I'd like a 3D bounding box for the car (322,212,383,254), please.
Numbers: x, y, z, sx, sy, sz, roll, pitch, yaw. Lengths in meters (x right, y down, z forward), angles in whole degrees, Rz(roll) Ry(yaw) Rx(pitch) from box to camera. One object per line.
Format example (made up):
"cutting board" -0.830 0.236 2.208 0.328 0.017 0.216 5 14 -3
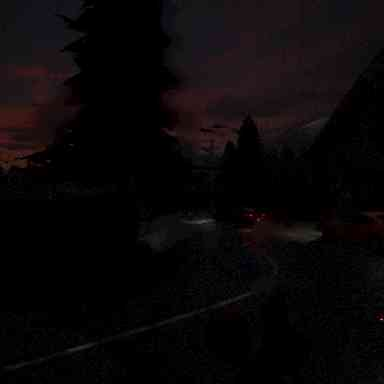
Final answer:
"car" 7.436 1.550 13.917 1.882 1.535 5.008 0 0 -9

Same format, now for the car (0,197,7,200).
"car" -39.100 1.840 68.761 1.845 1.501 3.633 0 0 -26

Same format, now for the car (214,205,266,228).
"car" 3.302 1.661 23.551 1.812 1.442 4.674 0 0 -26
